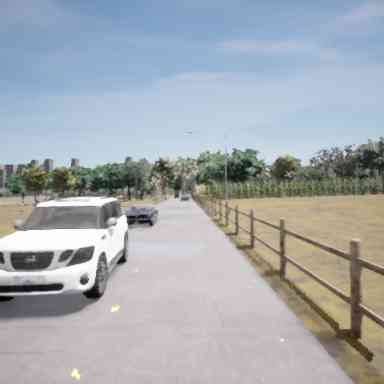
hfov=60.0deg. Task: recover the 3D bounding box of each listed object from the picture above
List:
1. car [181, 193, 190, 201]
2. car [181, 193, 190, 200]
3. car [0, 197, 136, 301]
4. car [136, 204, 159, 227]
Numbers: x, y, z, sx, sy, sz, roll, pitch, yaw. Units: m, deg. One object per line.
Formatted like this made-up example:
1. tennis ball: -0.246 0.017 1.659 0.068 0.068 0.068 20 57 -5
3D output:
1. car: -1.506 1.302 75.165 2.128 1.511 4.902 -1 0 -1
2. car: -1.723 1.084 85.561 2.097 1.767 4.553 -1 0 -1
3. car: -3.010 1.183 8.648 2.150 2.045 5.566 -1 1 -2
4. car: -3.246 1.474 21.604 1.895 1.301 4.718 -1 0 -1
